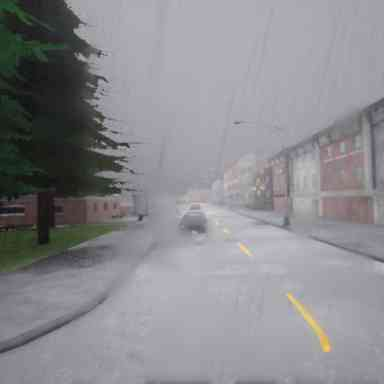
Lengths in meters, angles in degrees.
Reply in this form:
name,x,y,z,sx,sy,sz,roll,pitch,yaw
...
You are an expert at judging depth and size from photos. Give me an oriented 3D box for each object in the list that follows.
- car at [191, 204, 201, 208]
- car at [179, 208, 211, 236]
name,x,y,z,sx,sy,sz,roll,pitch,yaw
car,0.724,2.905,63.104,1.994,1.385,4.181,-2,-1,1
car,0.195,2.026,22.089,2.033,1.411,5.357,-2,-1,1
